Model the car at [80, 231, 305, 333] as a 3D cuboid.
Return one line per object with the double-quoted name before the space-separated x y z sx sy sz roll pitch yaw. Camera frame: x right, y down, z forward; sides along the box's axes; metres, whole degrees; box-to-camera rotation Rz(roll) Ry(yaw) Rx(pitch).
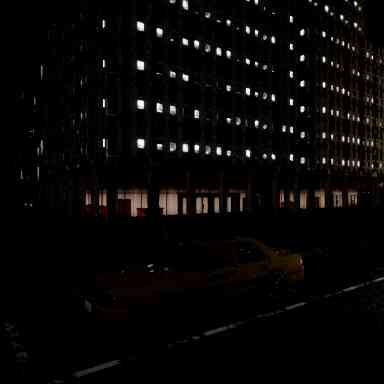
"car" 0.285 1.525 6.767 4.829 1.417 1.752 0 0 -36
